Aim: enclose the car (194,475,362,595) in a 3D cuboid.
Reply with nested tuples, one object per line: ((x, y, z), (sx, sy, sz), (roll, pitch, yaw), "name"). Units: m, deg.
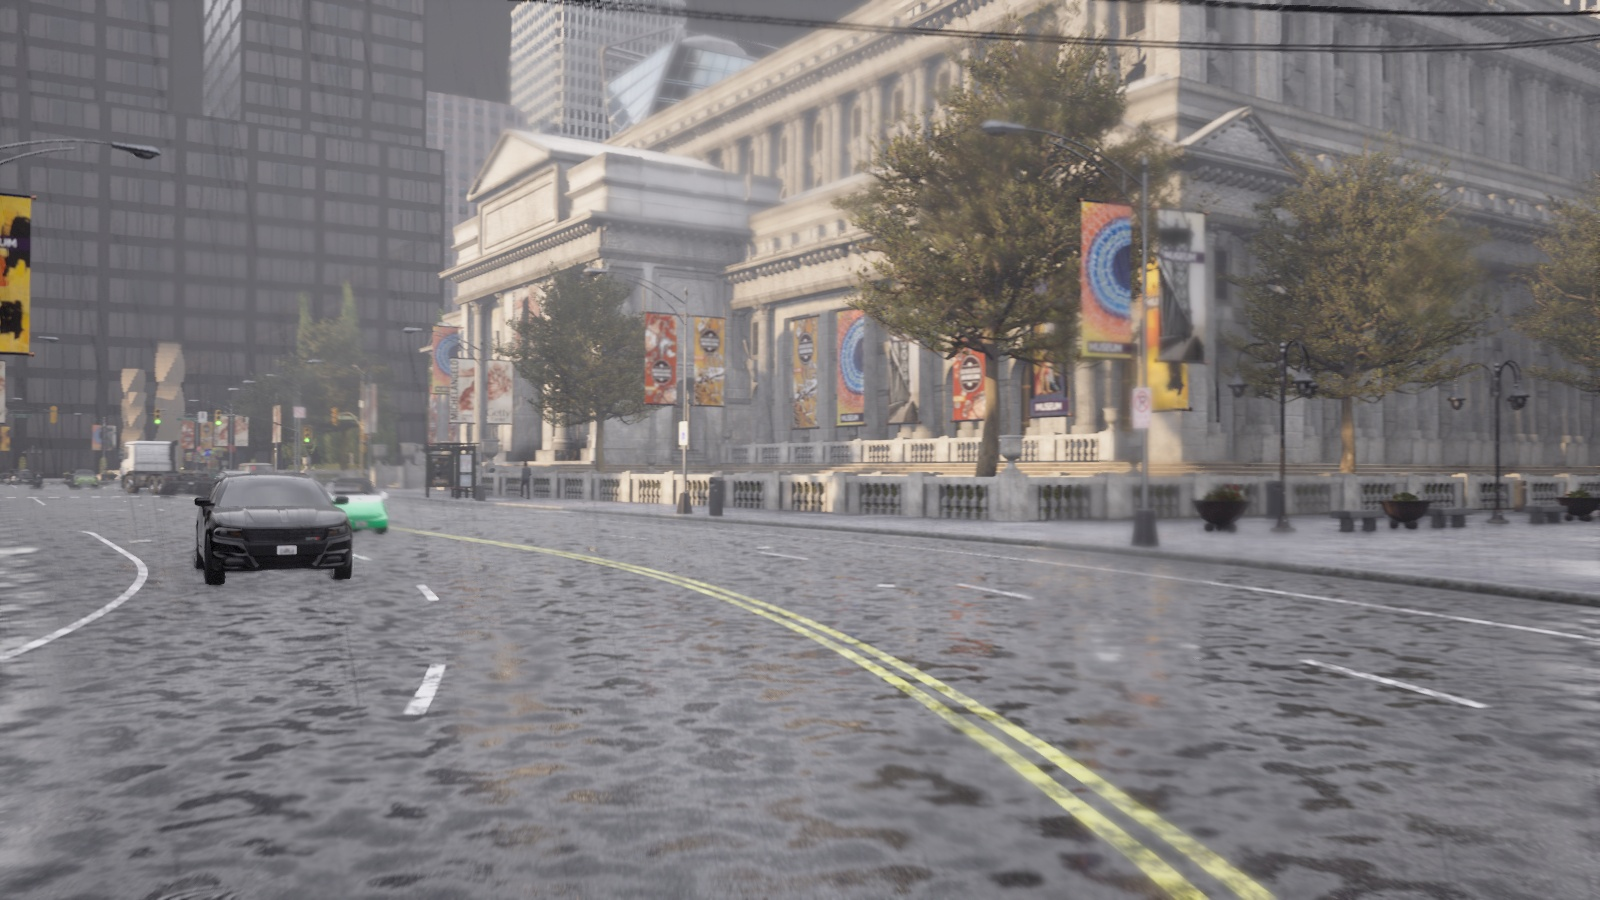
((-7.935, 1.147, 18.810), (1.882, 1.535, 5.008), (0, -1, -28), "car")

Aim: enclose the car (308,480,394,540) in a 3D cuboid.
((-10.902, 1.434, 30.454), (1.481, 1.376, 2.207), (0, -1, -33), "car")

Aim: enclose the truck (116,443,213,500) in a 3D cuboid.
((-40.450, 1.371, 79.789), (7.936, 3.462, 2.891), (-1, -1, 42), "truck")

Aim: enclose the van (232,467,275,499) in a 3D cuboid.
((-34.828, 2.080, 79.950), (1.775, 1.987, 4.442), (0, -1, -33), "van")

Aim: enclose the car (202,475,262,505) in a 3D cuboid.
((-29.869, 2.068, 65.939), (2.163, 1.488, 4.792), (0, -1, -33), "car")

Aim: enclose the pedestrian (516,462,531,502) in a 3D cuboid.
((-13.478, 1.563, 61.141), (0.423, 1.949, 0.788), (0, -1, -39), "pedestrian")
